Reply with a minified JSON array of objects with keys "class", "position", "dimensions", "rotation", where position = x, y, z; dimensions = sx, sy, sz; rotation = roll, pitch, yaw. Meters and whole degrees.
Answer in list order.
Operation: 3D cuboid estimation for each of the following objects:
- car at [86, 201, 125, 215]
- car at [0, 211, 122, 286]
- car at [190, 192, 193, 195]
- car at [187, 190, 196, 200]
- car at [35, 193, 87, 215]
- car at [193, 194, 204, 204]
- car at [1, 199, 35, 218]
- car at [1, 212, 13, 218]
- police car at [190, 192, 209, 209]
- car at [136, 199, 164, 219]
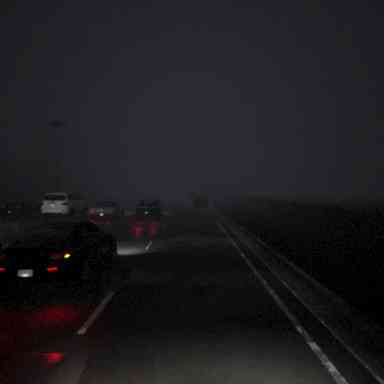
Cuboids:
[{"class":"car","position":[-6.892,1.434,27.588],"dimensions":[1.895,1.301,4.718],"rotation":[0,0,0]},{"class":"car","position":[-3.397,1.470,9.091],"dimensions":[1.812,1.442,4.674],"rotation":[0,0,0]},{"class":"car","position":[1.061,1.144,51.608],"dimensions":[1.801,1.575,5.366],"rotation":[0,0,0]},{"class":"car","position":[0.017,0.665,77.049],"dimensions":[2.150,2.045,5.566],"rotation":[0,0,0]},{"class":"car","position":[-10.394,1.055,27.467],"dimensions":[2.150,2.045,5.566],"rotation":[0,0,0]},{"class":"car","position":[1.062,1.159,57.418],"dimensions":[1.837,1.490,4.892],"rotation":[0,0,0]},{"class":"car","position":[-13.892,1.323,27.812],"dimensions":[2.128,1.511,4.902],"rotation":[0,0,0]},{"class":"car","position":[-6.897,1.473,8.609],"dimensions":[1.812,1.442,4.674],"rotation":[0,0,0]},{"class":"police car","position":[1.059,1.174,41.527],"dimensions":[1.930,1.638,5.238],"rotation":[0,0,0]},{"class":"car","position":[-3.394,1.326,27.276],"dimensions":[2.128,1.511,4.902],"rotation":[0,0,0]}]
